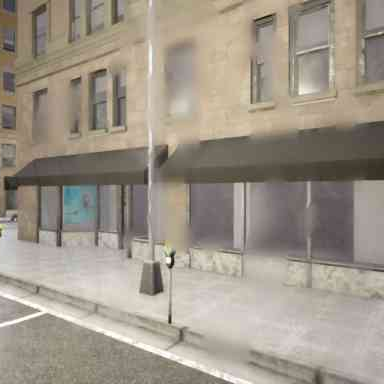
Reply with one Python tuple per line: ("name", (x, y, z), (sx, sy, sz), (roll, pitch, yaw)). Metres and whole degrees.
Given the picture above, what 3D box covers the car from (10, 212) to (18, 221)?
("car", (-11.158, 1.631, 26.110), (2.033, 1.411, 5.357), (0, 0, 36))
